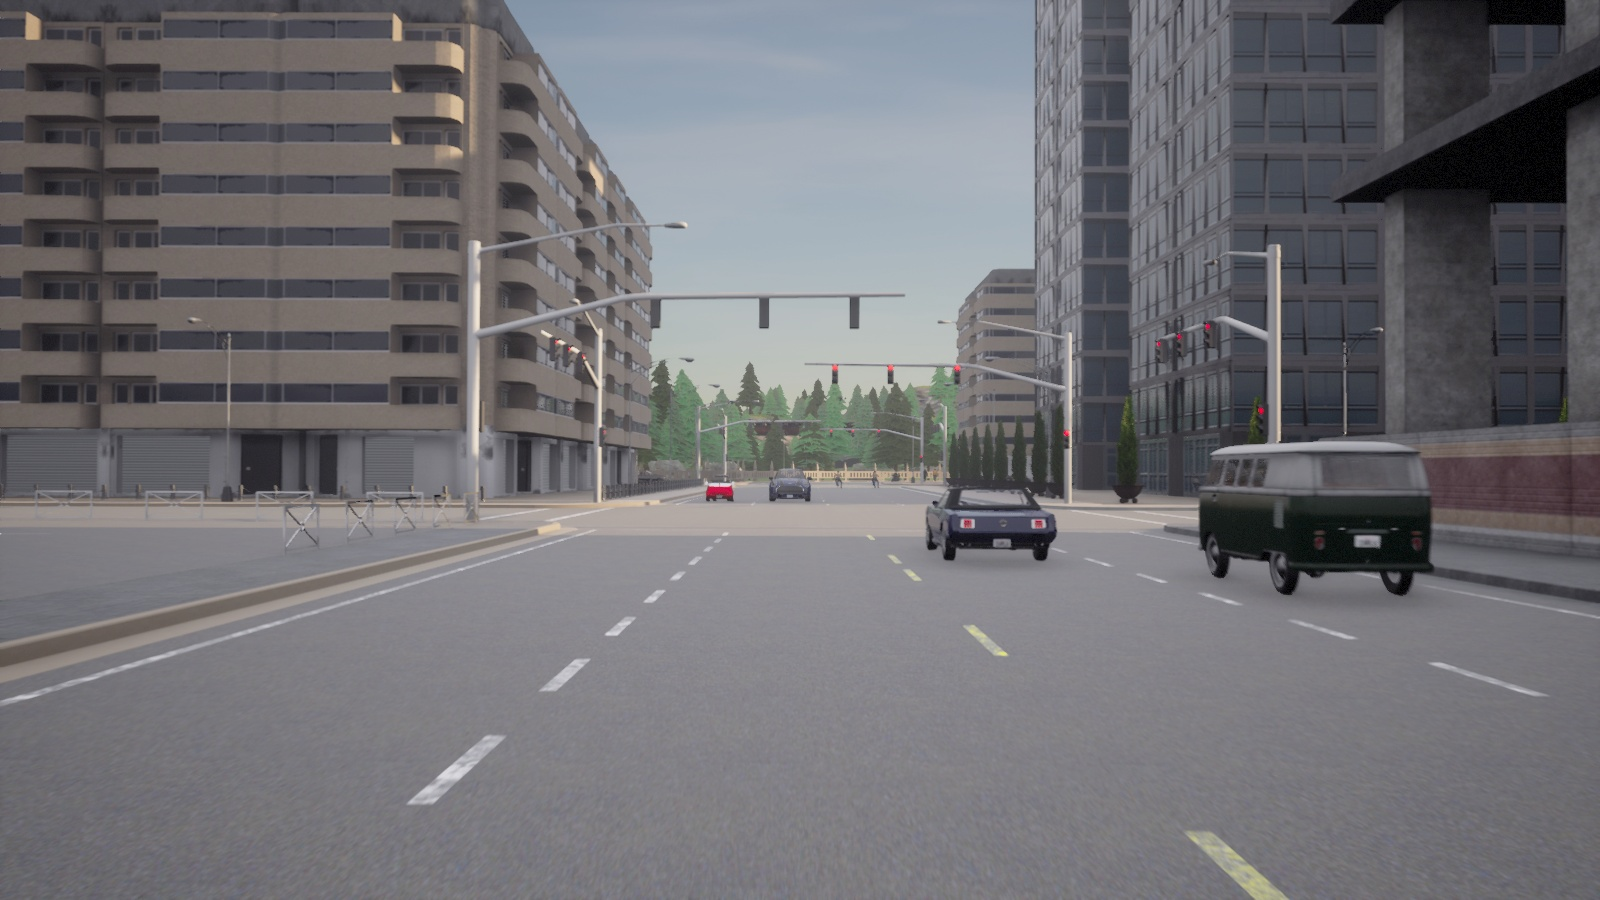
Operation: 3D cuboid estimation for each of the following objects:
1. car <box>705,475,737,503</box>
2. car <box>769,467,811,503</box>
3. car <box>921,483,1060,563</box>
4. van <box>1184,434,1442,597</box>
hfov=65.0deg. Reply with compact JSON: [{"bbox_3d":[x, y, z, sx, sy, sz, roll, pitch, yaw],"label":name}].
[{"bbox_3d":[-3.979,1.943,63.175,1.481,1.376,2.207,0,-1,0],"label":"car"},{"bbox_3d":[-0.488,1.754,64.475,2.097,1.767,4.553,0,-1,0],"label":"car"},{"bbox_3d":[3.442,1.296,23.545,1.895,1.301,4.718,0,-1,0],"label":"car"},{"bbox_3d":[6.956,0.834,17.600,1.775,1.987,4.442,0,-1,0],"label":"van"}]
